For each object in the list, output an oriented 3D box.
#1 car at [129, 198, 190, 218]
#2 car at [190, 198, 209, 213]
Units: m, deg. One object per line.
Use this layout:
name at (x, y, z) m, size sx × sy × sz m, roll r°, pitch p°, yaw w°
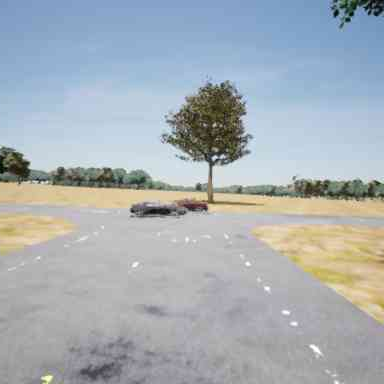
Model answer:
car at (-2.916, 1.427, 28.569) m, size 4.902 × 1.511 × 2.128 m, roll 1°, pitch 0°, yaw 1°
car at (-0.677, 1.419, 35.518) m, size 5.008 × 1.535 × 1.882 m, roll 1°, pitch 0°, yaw 1°
